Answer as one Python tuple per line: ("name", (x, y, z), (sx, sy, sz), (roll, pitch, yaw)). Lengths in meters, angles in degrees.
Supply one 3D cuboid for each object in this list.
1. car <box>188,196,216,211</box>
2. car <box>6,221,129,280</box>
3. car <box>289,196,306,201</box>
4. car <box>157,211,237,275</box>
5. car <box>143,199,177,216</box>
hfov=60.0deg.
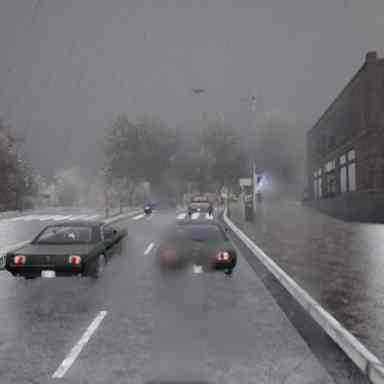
("car", (0.824, 1.053, 26.996), (2.128, 1.511, 4.902), (-1, 1, 7))
("car", (-3.124, 1.479, 9.512), (1.895, 1.301, 4.718), (0, 1, 0))
("car", (26.249, 1.819, 82.312), (1.837, 1.490, 4.892), (2, -4, -30))
("car", (0.129, 1.472, 9.918), (1.895, 1.301, 4.718), (0, 1, 0))
("car", (-2.460, 1.195, 27.023), (1.895, 1.301, 4.718), (0, 1, 7))
